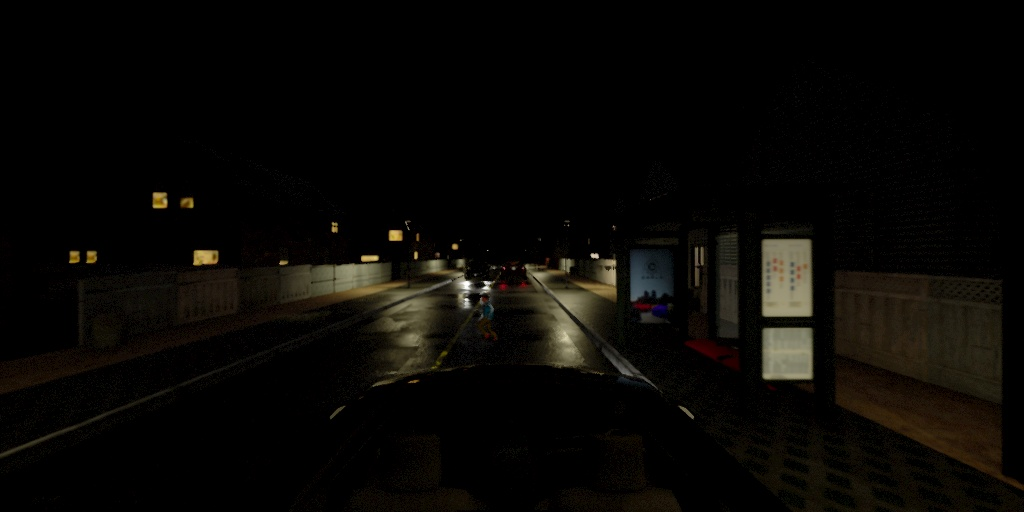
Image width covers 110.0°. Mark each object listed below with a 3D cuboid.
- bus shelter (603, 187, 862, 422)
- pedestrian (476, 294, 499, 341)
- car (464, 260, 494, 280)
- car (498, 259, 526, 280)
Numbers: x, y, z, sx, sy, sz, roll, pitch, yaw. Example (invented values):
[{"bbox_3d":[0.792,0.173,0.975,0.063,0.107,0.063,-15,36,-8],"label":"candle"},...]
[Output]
[{"bbox_3d":[3.015,0.607,6.035,1.920,2.740,3.880,0,0,0],"label":"bus shelter"},{"bbox_3d":[-0.545,1.398,8.258,0.500,1.100,0.500,0,0,-4],"label":"pedestrian"},{"bbox_3d":[-2.800,1.197,29.871,1.837,1.490,4.892,0,0,0],"label":"car"},{"bbox_3d":[0.139,1.045,31.048,2.097,1.767,4.553,0,0,0],"label":"car"}]
